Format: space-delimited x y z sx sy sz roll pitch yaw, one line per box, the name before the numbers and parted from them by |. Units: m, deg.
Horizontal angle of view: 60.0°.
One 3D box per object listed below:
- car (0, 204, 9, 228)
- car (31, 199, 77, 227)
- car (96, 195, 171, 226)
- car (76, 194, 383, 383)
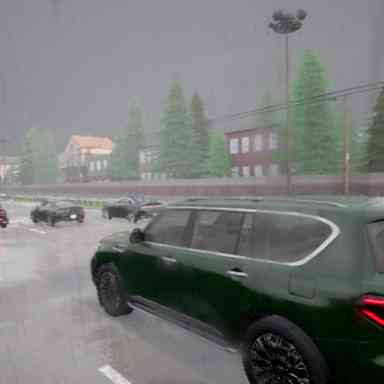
car | -11.671 1.221 18.453 1.837 1.490 4.892 -3 2 -42
car | -7.904 1.130 19.487 1.812 1.442 4.674 -3 2 -42
car | -3.640 0.987 20.007 2.128 1.511 4.902 -3 2 -42
car | 0.548 1.055 4.964 2.150 2.045 5.566 -3 2 -42
